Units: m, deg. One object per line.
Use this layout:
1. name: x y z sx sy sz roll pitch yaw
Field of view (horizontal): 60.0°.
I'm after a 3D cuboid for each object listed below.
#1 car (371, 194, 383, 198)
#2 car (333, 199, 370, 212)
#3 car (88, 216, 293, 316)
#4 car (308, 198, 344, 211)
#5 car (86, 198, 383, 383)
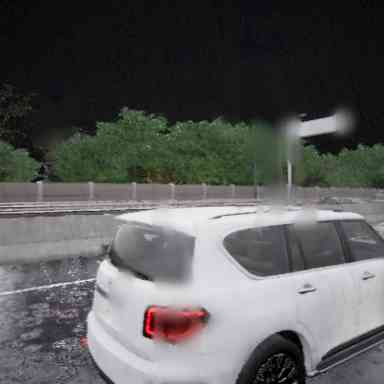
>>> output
1. car: 20.710 1.249 36.045 5.566 2.045 2.150 0 0 -36
2. car: 18.721 1.555 38.921 4.674 1.442 1.812 0 0 -36
3. car: 0.171 1.490 8.174 4.892 1.490 1.837 0 0 -36
4. car: 16.941 1.537 41.950 4.892 1.490 1.837 1 -1 -36
5. car: 1.395 1.209 4.732 5.566 2.045 2.150 0 0 -35
